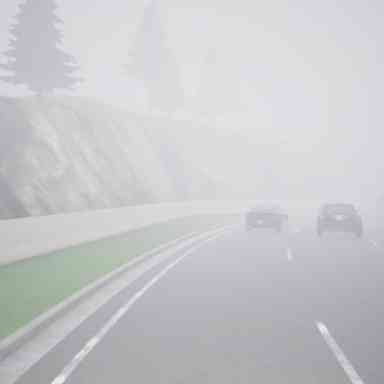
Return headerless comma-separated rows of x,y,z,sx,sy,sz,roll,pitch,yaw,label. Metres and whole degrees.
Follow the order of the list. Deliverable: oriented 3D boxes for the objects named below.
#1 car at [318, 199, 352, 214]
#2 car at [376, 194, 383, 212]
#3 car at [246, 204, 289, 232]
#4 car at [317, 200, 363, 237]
15.147,1.506,35.099,1.994,1.385,4.181,1,0,44,car
22.368,1.203,36.615,5.566,2.045,2.150,0,0,-38,car
4.569,1.419,19.740,1.882,1.535,5.008,0,0,23,car
8.013,1.323,18.201,2.097,1.767,4.553,1,0,23,car
